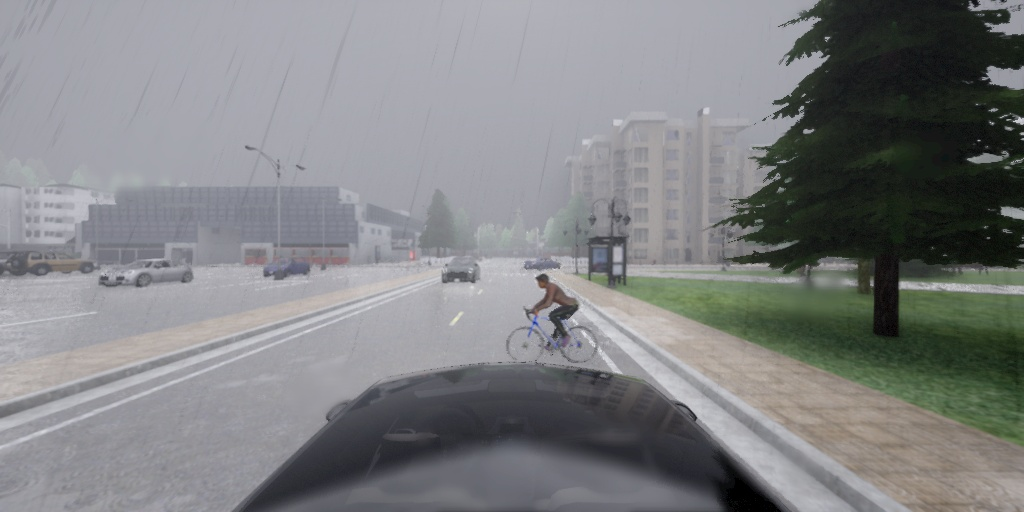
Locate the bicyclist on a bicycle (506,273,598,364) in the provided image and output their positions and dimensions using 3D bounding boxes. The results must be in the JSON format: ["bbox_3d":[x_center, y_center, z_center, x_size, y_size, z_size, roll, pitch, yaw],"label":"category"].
[{"bbox_3d":[0.714,1.139,6.428,1.656,1.620,0.582,-1,1,1],"label":"bicyclist on a bicycle"}]

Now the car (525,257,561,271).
[{"bbox_3d":[3.384,0.871,39.408,4.674,1.442,1.812,0,0,-43],"label":"car"}]

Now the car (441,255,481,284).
[{"bbox_3d":[-3.316,0.860,24.013,2.097,1.767,4.553,0,1,1],"label":"car"}]
